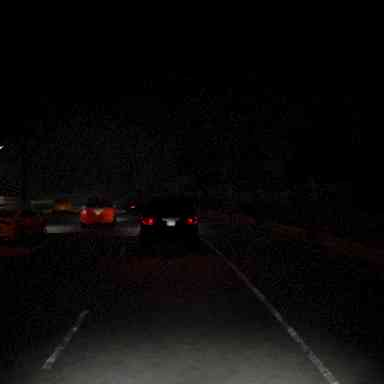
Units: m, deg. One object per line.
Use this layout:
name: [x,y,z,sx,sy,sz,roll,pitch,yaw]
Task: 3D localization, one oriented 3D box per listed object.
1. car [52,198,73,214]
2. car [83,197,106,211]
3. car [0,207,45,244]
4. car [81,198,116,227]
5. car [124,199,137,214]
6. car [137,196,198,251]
car: [-13.519,1.411,34.787,1.882,1.535,5.008,0,0,-20]
car: [-11.748,1.407,39.740,2.128,1.511,4.902,0,0,-22]
car: [-8.426,1.453,15.666,1.882,1.535,5.008,0,0,-9]
car: [-6.277,1.303,22.670,2.097,1.767,4.553,0,0,-12]
car: [-5.762,1.466,34.005,2.033,1.411,5.357,0,0,-18]
car: [-1.100,1.184,14.245,2.150,2.045,5.566,0,0,-8]
